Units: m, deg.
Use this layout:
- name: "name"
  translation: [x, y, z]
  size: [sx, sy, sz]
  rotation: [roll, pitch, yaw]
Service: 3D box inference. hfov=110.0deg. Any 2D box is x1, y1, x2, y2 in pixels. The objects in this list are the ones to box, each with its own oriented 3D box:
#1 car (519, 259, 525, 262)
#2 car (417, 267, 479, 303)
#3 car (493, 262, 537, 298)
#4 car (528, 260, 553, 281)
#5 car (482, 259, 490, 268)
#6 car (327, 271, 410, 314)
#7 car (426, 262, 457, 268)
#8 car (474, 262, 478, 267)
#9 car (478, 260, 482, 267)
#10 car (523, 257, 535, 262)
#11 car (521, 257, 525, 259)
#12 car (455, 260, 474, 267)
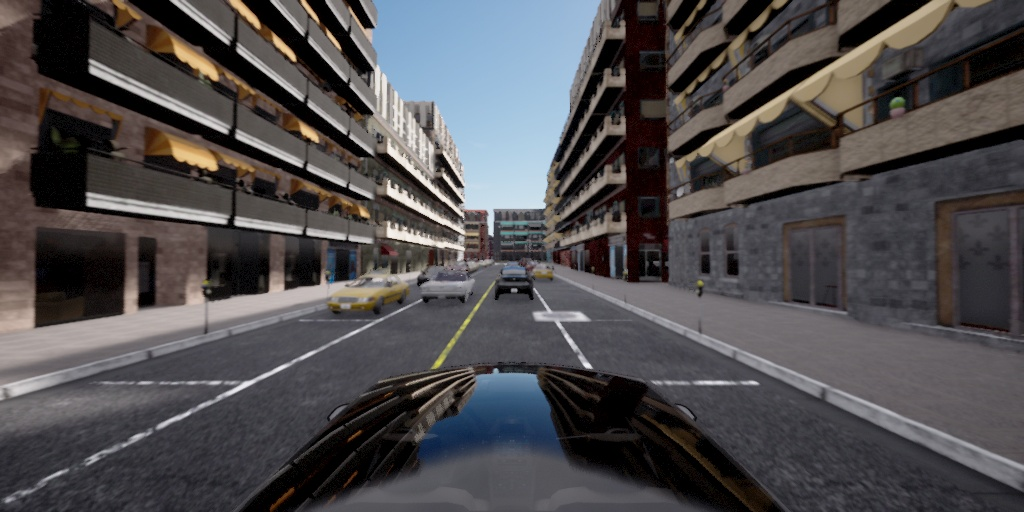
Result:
- name: "car"
  translation: [0.092, 1.369, 40.232]
  size: [1.994, 1.385, 4.181]
  rotation: [0, 0, 0]
- name: "car"
  translation: [-2.852, 1.367, 16.793]
  size: [1.895, 1.301, 4.718]
  rotation: [0, 0, 0]
- name: "car"
  translation: [0.098, 1.275, 18.423]
  size: [1.837, 1.490, 4.892]
  rotation: [0, 1, 0]
- name: "car"
  translation: [2.560, 1.311, 30.914]
  size: [1.751, 1.417, 4.829]
  rotation: [0, 0, 0]
- name: "car"
  translation: [-5.334, 1.394, 63.925]
  size: [1.751, 1.417, 4.829]
  rotation: [0, 0, 0]
- name: "car"
  translation: [-5.317, 1.288, 13.850]
  size: [1.751, 1.417, 4.829]
  rotation: [0, 0, 0]
- name: "car"
  translation: [-5.320, 1.343, 25.147]
  size: [1.948, 1.339, 4.313]
  rotation: [0, 0, 0]
- name: "car"
  translation: [-5.324, 1.334, 41.669]
  size: [1.751, 1.417, 4.829]
  rotation: [0, 0, 0]
- name: "car"
  translation: [-5.325, 1.347, 47.233]
  size: [1.751, 1.417, 4.829]
  rotation: [0, 0, 0]
- name: "car"
  translation: [2.557, 1.248, 41.870]
  size: [1.967, 1.591, 4.097]
  rotation: [0, 0, 0]
- name: "car"
  translation: [2.555, 1.151, 52.998]
  size: [2.192, 1.841, 5.009]
  rotation: [0, 0, 0]
- name: "car"
  translation: [-5.322, 1.236, 36.276]
  size: [1.967, 1.591, 4.097]
  rotation: [0, 0, 0]
